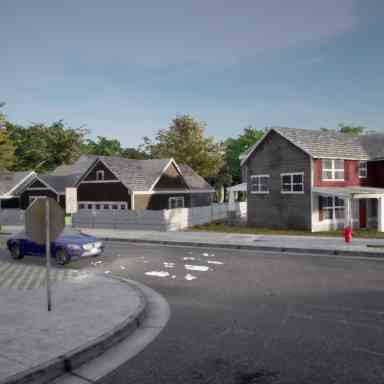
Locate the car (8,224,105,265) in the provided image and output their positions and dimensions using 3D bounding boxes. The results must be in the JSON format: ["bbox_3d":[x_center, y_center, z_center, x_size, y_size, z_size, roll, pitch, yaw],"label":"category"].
[{"bbox_3d":[-5.809,2.065,13.997,4.674,1.442,1.812,-2,0,30],"label":"car"}]
